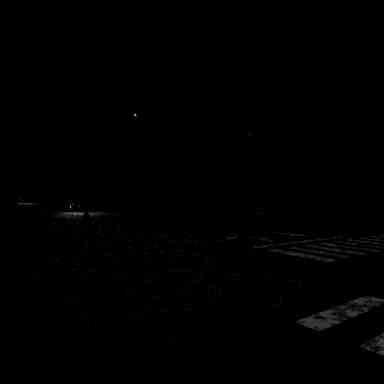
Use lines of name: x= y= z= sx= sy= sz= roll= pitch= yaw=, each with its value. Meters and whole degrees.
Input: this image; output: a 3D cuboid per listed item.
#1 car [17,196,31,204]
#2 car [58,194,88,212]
car: x=-32.957 y=1.511 z=65.203 sx=1.812 sy=1.442 sz=4.674 roll=1 pitch=0 yaw=-36
car: x=-13.932 y=1.215 z=38.688 sx=2.150 sy=2.045 sz=5.566 roll=1 pitch=0 yaw=-36
